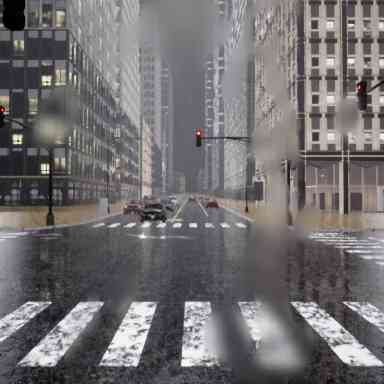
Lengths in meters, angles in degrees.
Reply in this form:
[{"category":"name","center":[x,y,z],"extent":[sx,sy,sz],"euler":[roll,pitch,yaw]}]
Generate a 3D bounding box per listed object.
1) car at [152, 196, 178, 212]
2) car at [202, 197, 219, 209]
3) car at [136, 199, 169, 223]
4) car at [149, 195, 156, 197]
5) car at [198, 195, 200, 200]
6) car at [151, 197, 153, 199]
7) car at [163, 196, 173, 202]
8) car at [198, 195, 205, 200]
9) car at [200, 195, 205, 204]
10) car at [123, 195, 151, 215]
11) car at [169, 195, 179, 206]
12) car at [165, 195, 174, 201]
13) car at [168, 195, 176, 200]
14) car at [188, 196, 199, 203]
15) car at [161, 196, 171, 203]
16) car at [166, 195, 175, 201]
[{"category":"car","center":[-3.114,1.562,38.950],"extent":[2.033,1.411,5.357],"euler":[0,0,0]},{"category":"car","center":[2.686,1.599,44.989],"extent":[1.802,1.307,4.206],"euler":[1,0,0]},{"category":"car","center":[-2.892,1.514,25.467],"extent":[1.837,1.490,4.892],"euler":[0,0,-3]},{"category":"car","center":[-5.688,1.332,44.924],"extent":[2.192,1.841,5.009],"euler":[1,0,0]},{"category":"car","center":[2.681,1.590,61.722],"extent":[1.947,1.339,4.313],"euler":[1,0,0]},{"category":"car","center":[-5.692,1.597,39.349],"extent":[1.802,1.307,4.206],"euler":[1,0,0]},{"category":"car","center":[-5.705,1.582,78.375],"extent":[2.008,1.369,4.403],"euler":[1,0,0]},{"category":"car","center":[2.668,1.584,95.185],"extent":[1.887,1.381,4.507],"euler":[1,0,0]},{"category":"car","center":[2.684,1.547,56.315],"extent":[1.752,1.417,4.829],"euler":[1,0,0]},{"category":"car","center":[-5.686,1.453,33.774],"extent":[1.967,1.590,4.097],"euler":[1,0,0]},{"category":"car","center":[-3.098,1.548,54.931],"extent":[1.812,1.442,4.674],"euler":[0,0,0]},{"category":"car","center":[-5.708,1.578,83.950],"extent":[1.887,1.381,4.507],"euler":[1,0,0]},{"category":"car","center":[-5.713,1.605,95.101],"extent":[1.947,1.339,4.313],"euler":[1,0,0]},{"category":"car","center":[0.057,1.574,70.490],"extent":[2.033,1.411,5.357],"euler":[0,0,0]},{"category":"car","center":[-5.703,1.573,72.800],"extent":[1.887,1.381,4.507],"euler":[1,0,0]},{"category":"car","center":[-5.710,1.587,89.526],"extent":[2.008,1.369,4.403],"euler":[1,0,0]}]
